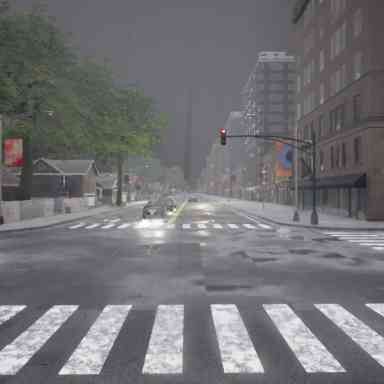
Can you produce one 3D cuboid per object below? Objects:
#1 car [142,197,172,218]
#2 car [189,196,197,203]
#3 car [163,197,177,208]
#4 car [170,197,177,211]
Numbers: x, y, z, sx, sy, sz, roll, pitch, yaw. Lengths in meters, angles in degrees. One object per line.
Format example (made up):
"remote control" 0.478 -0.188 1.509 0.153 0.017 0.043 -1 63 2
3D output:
"car" -3.297 1.504 30.093 2.128 1.511 4.902 0 0 0
"car" 0.209 1.546 70.222 2.128 1.511 4.902 0 0 0
"car" -3.256 1.554 49.785 1.812 1.442 4.674 0 0 0
"car" -3.278 1.372 39.828 2.097 1.767 4.553 0 0 0
